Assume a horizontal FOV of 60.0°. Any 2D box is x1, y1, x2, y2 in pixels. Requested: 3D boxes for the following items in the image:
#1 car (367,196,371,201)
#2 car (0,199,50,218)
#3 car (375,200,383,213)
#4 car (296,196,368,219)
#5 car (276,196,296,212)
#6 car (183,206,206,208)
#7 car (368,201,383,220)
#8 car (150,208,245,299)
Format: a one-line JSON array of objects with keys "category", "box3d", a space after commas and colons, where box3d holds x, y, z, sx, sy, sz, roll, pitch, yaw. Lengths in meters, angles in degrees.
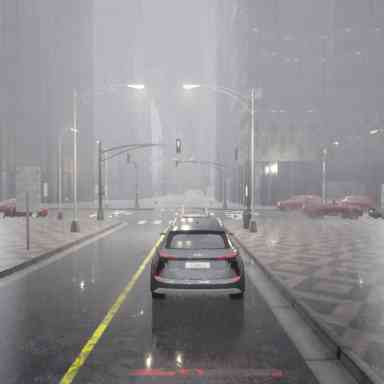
[{"category": "car", "box3d": [17.831, 1.352, 37.732, 5.009, 1.841, 2.192, 0, 1, 0]}, {"category": "car", "box3d": [-14.857, 1.566, 29.183, 4.507, 1.381, 1.887, 0, 1, 0]}, {"category": "car", "box3d": [23.472, 1.633, 37.739, 4.313, 1.339, 1.947, 0, 1, 0]}, {"category": "car", "box3d": [12.184, 1.462, 29.203, 5.009, 1.841, 2.192, 0, 1, 0]}, {"category": "car", "box3d": [12.188, 1.324, 37.727, 5.009, 1.841, 2.192, 0, 1, 0]}, {"category": "car", "box3d": [0.133, 1.507, 17.521, 1.837, 1.490, 4.892, 0, 0, 0]}, {"category": "car", "box3d": [17.827, 1.741, 29.211, 4.313, 1.339, 1.947, 0, 1, 0]}, {"category": "car", "box3d": [0.126, 1.428, 8.434, 2.033, 1.649, 4.856, 0, 0, 1]}]
